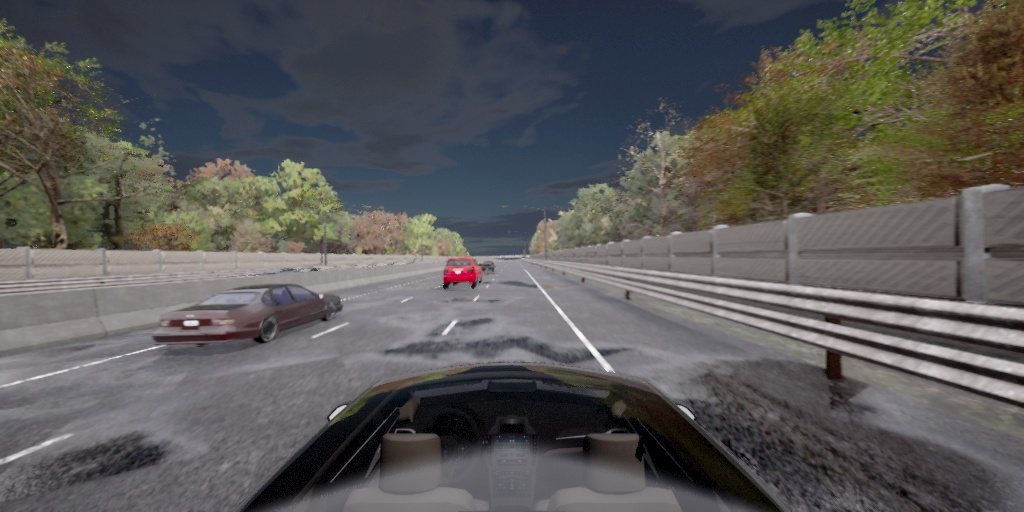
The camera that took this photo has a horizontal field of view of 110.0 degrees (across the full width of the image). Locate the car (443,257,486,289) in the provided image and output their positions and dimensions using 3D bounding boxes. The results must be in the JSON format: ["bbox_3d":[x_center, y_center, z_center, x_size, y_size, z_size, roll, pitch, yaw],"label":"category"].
[{"bbox_3d":[-3.377,1.116,25.209,2.150,2.045,5.566,-2,0,0],"label":"car"}]

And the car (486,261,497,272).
[{"bbox_3d":[-3.219,1.461,49.289,1.837,1.490,4.892,-2,0,0],"label":"car"}]

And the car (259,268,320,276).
[{"bbox_3d":[-17.517,1.867,28.230,1.994,1.385,4.181,-2,0,1],"label":"car"}]

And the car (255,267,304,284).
[{"bbox_3d":[-24.402,2.001,37.849,1.882,1.535,5.008,-2,0,1],"label":"car"}]

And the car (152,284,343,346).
[{"bbox_3d":[-6.959,1.512,10.306,2.033,1.411,5.357,-2,0,0],"label":"car"}]
